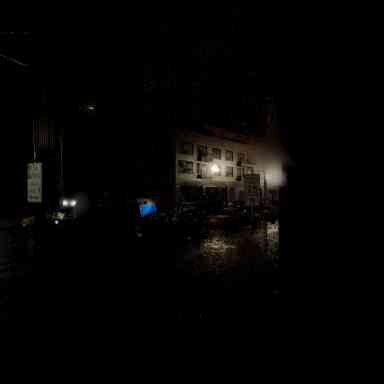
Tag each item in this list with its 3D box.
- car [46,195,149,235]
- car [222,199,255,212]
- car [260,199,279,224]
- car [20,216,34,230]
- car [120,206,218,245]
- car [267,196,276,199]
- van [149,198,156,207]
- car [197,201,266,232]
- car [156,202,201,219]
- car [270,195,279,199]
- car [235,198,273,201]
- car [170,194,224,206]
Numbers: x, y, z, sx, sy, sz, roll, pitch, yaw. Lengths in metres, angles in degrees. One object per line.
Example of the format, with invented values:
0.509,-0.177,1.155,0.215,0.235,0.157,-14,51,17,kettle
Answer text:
-5.404,1.216,19.501,2.150,2.045,5.566,0,0,36,car
5.506,1.549,38.913,1.947,1.339,4.313,0,0,36,car
5.857,1.531,24.879,1.752,1.417,4.829,0,0,36,car
-7.910,1.514,20.419,1.752,1.417,4.829,0,0,36,car
-0.899,1.556,15.565,2.008,1.369,4.403,0,0,36,car
8.835,1.544,43.502,1.947,1.339,4.313,0,0,36,car
-4.481,1.331,25.146,1.690,1.788,3.998,0,0,36,van
2.529,1.531,20.290,1.752,1.417,4.829,0,0,36,car
-1.152,1.572,29.736,1.802,1.307,4.206,0,0,36,car
12.165,1.288,48.091,2.192,1.841,5.009,0,0,36,car
6.751,1.590,36.234,1.895,1.301,4.718,0,0,36,car
0.683,1.216,27.885,2.150,2.045,5.566,0,0,36,car
